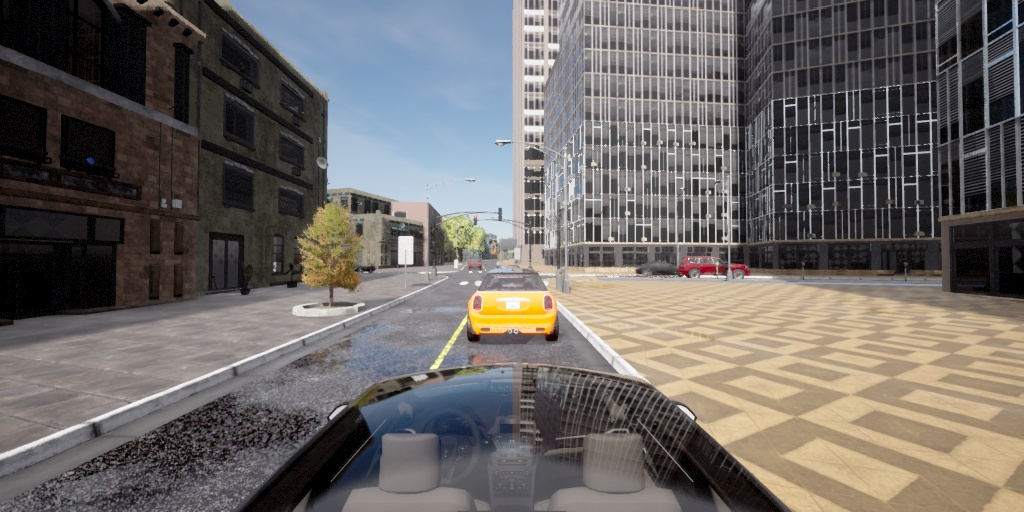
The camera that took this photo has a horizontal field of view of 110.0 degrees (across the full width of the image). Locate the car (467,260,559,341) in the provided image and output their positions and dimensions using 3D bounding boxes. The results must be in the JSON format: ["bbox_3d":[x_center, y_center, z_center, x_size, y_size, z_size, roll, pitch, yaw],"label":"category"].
[{"bbox_3d":[0.003,1.105,10.002,2.097,1.767,4.553,0,0,0],"label":"car"}]

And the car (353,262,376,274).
[{"bbox_3d":[-18.415,1.389,42.039,4.718,1.301,1.895,0,-1,18],"label":"car"}]

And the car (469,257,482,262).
[{"bbox_3d":[-5.483,1.240,53.359,1.882,1.535,5.008,0,0,-6],"label":"car"}]

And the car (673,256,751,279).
[{"bbox_3d":[15.742,0.938,28.258,5.009,1.841,2.192,0,0,18],"label":"car"}]

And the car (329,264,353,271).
[{"bbox_3d":[-20.590,1.317,40.141,4.313,1.339,1.948,0,0,18],"label":"car"}]

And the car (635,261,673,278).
[{"bbox_3d":[13.319,1.203,31.754,4.674,1.442,1.812,0,-1,18],"label":"car"}]
